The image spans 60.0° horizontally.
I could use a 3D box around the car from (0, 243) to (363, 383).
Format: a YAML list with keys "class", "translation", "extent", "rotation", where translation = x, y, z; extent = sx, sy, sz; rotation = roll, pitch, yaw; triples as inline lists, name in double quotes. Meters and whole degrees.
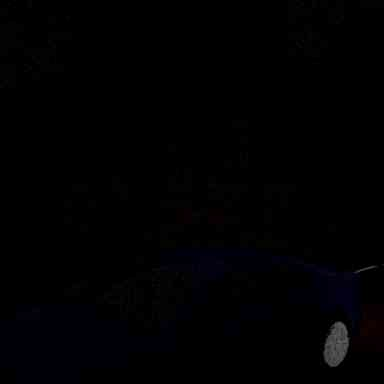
- class: "car"
  translation: [0.095, 1.473, 4.067]
  extent: [5.008, 1.535, 1.882]
  rotation: [0, 0, -36]
